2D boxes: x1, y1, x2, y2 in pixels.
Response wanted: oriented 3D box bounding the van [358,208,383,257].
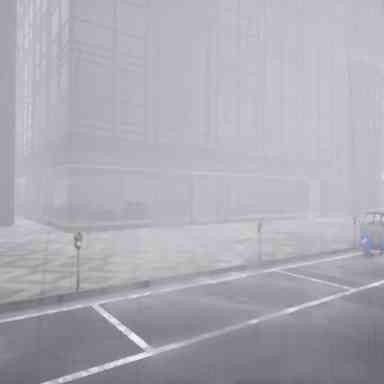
[{"bbox_3d":[7.741,1.474,12.185,3.998,1.788,1.690,1,0,-36],"label":"van"}]
